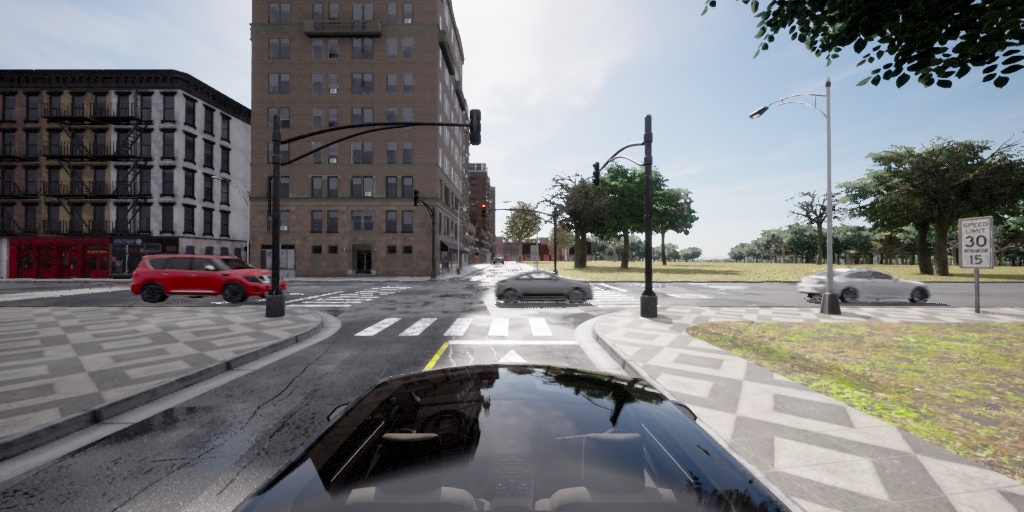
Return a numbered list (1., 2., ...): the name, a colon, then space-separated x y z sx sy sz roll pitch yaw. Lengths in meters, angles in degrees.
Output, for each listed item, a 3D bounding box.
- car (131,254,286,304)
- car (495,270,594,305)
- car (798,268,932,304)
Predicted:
1. car: -12.912 0.959 15.441 5.566 2.045 2.150 0 -1 0
2. car: 1.346 1.320 15.431 4.181 1.385 1.994 0 0 0
3. car: 15.008 1.249 15.434 4.674 1.442 1.812 0 -1 0
